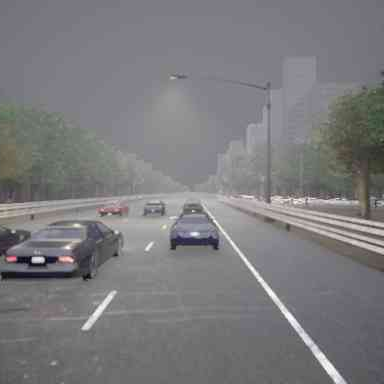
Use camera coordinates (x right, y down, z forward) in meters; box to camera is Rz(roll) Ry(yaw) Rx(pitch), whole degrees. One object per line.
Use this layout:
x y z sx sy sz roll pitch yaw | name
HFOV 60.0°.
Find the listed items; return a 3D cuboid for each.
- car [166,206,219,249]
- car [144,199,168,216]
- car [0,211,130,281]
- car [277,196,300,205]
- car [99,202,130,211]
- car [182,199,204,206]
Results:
0.102 1.547 14.563 1.994 1.385 4.181 0 0 0 | car
-3.397 1.428 31.486 2.128 1.511 4.902 0 0 0 | car
-3.402 1.539 9.855 2.033 1.411 5.357 0 0 0 | car
17.854 1.527 61.181 2.128 1.511 4.902 0 1 -35 | car
-6.895 1.541 30.104 1.895 1.301 4.718 0 0 0 | car
0.105 1.442 31.580 1.837 1.490 4.892 0 0 0 | car
